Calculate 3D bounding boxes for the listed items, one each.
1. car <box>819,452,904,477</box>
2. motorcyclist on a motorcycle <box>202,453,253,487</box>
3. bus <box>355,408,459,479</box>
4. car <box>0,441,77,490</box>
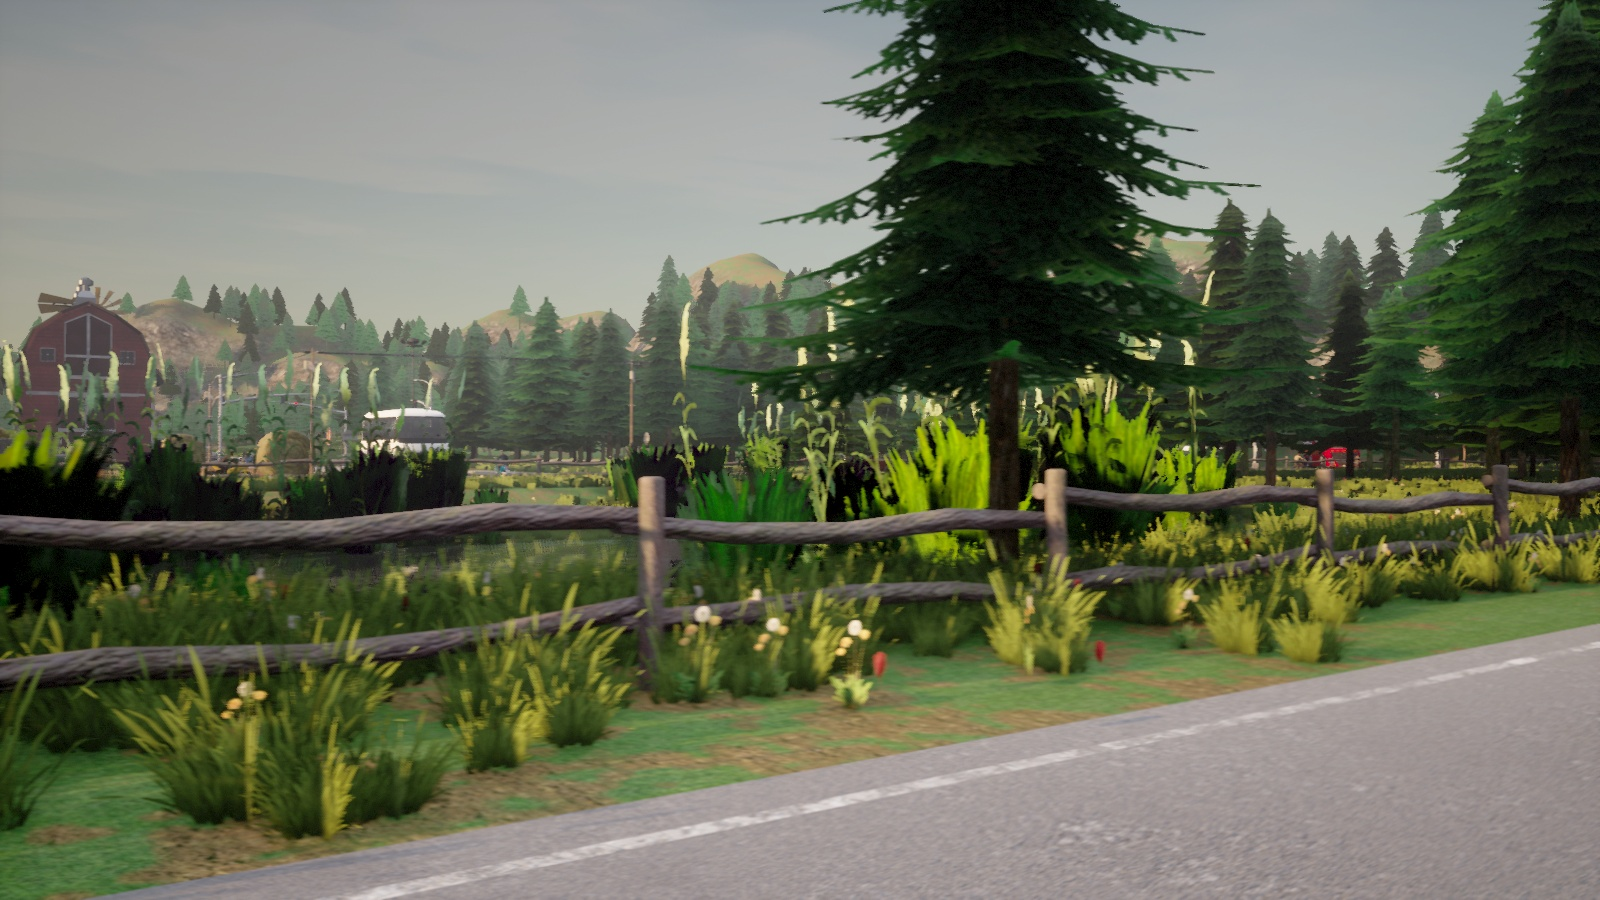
[{"bbox_3d":[3.822,0.875,77.488,5.008,1.535,1.882,0,0,-30],"label":"car"},{"bbox_3d":[-26.009,0.892,57.057,2.044,1.523,0.797,0,0,-29],"label":"motorcyclist on a motorcycle"},{"bbox_3d":[-25.262,-0.374,80.370,3.944,4.253,10.273,0,0,-32],"label":"bus"},{"bbox_3d":[-33.680,0.635,52.840,5.566,2.045,2.150,0,0,-29],"label":"car"}]
